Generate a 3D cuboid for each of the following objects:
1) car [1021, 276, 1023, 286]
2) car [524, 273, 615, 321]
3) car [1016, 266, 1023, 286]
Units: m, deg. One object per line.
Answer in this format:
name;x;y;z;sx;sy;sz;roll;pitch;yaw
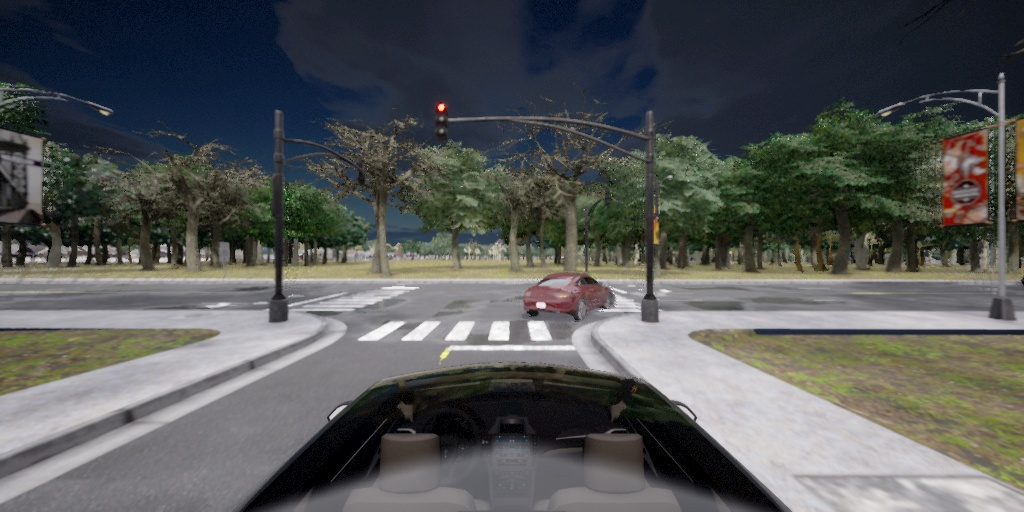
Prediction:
car;34.166;1.363;21.652;4.892;1.490;1.837;0;0;0
car;2.112;1.316;12.711;1.812;1.442;4.674;-1;-1;32
car;39.140;1.420;24.886;5.357;1.411;2.033;0;0;0
